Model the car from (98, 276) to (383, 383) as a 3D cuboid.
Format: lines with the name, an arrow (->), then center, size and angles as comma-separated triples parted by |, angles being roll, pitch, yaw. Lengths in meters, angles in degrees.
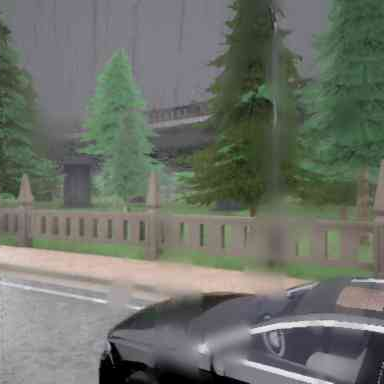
car -> 1.313, 1.487, 2.619 | 4.902, 1.511, 2.128 | 0, 0, 35
